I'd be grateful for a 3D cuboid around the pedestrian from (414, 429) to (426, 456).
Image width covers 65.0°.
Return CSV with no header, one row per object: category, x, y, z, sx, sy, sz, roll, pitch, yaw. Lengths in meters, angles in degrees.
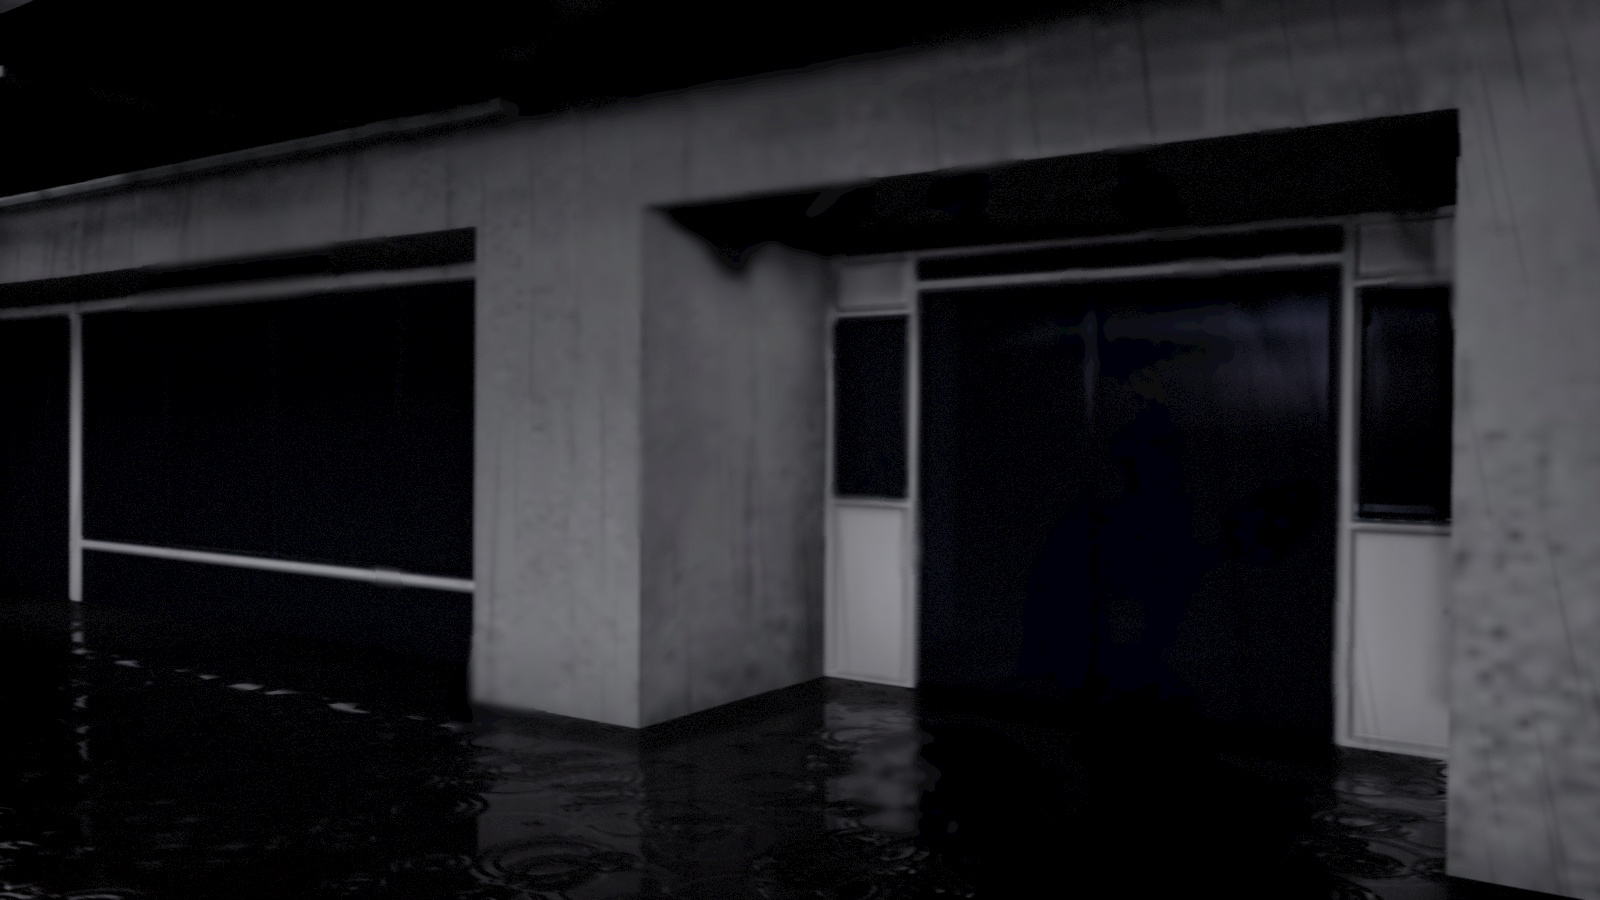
pedestrian,-26.339,-0.514,87.049,0.354,1.836,0.706,0,1,31
